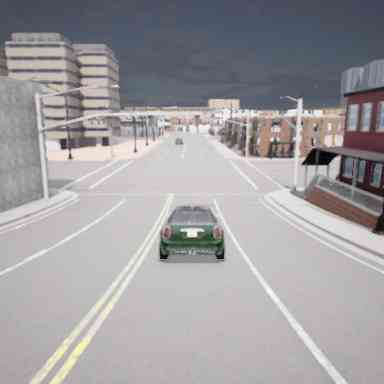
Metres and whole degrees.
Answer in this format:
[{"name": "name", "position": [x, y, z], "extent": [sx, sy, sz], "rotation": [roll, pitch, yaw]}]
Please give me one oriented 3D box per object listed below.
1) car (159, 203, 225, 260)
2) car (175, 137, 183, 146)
[{"name": "car", "position": [0.012, 1.192, 12.248], "extent": [2.097, 1.767, 4.553], "rotation": [0, 3, 0]}, {"name": "car", "position": [-3.486, -13.603, 89.560], "extent": [2.150, 2.045, 5.566], "rotation": [0, 12, 0]}]
